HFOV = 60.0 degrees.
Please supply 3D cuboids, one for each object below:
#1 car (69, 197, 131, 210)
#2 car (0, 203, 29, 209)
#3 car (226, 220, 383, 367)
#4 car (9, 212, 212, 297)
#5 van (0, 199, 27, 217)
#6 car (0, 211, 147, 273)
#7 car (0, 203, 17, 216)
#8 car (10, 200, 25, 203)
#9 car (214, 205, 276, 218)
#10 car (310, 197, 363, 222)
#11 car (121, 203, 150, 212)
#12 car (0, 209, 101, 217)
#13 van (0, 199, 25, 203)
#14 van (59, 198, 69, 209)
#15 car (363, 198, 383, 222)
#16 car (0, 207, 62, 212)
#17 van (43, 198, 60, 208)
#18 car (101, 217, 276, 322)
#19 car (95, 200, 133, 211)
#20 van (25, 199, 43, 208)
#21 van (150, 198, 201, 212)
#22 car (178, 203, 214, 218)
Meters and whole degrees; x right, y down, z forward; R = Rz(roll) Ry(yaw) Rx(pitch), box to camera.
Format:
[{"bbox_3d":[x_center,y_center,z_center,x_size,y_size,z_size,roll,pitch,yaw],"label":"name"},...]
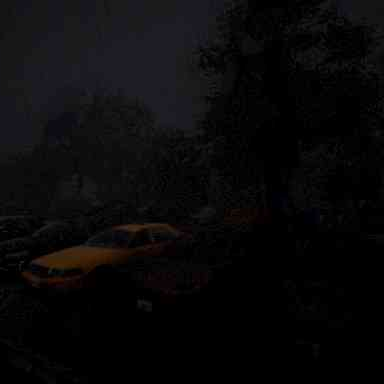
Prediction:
[{"bbox_3d":[-7.580,1.532,29.712,2.435,2.045,5.566,-1,-1,36],"label":"car"},{"bbox_3d":[-10.711,1.591,15.852,2.185,1.767,4.553,-1,-1,36],"label":"car"},{"bbox_3d":[2.817,1.538,6.132,2.163,1.488,4.792,-1,0,36],"label":"car"},{"bbox_3d":[-1.783,1.575,9.246,1.946,1.575,5.366,-1,-1,36],"label":"car"},{"bbox_3d":[-23.123,1.958,41.061,1.878,1.987,4.442,-2,-1,36],"label":"van"},{"bbox_3d":[-3.925,1.614,11.021,2.231,1.521,4.892,-1,-1,36],"label":"car"},{"bbox_3d":[-25.438,2.264,42.573,2.231,1.521,4.892,-2,-1,36],"label":"car"},{"bbox_3d":[-16.438,1.947,36.119,2.097,1.535,5.008,-2,-1,36],"label":"car"},{"bbox_3d":[3.784,1.609,21.573,2.097,1.535,5.008,-1,-1,36],"label":"car"},{"bbox_3d":[8.268,1.288,18.323,2.435,2.045,5.566,-1,-1,36],"label":"car"},{"bbox_3d":[-2.961,1.753,26.425,2.002,1.452,4.674,-1,-1,36],"label":"car"},{"bbox_3d":[-6.187,1.648,12.631,2.231,1.521,4.892,-1,-1,36],"label":"car"},{"bbox_3d":[-18.763,1.800,37.640,1.878,1.987,4.442,-2,-1,36],"label":"van"},{"bbox_3d":[-9.745,1.592,31.446,1.878,1.987,4.442,-1,-1,36],"label":"van"},{"bbox_3d":[10.517,1.254,16.707,2.435,2.045,5.566,-1,-1,36],"label":"car"},{"bbox_3d":[-8.546,1.679,14.105,1.946,1.575,5.366,-1,0,36],"label":"car"},{"bbox_3d":[-11.893,1.625,32.990,1.878,1.987,4.442,-1,0,36],"label":"van"},{"bbox_3d":[0.563,1.573,7.752,2.163,1.488,4.792,-1,-1,36],"label":"car"},{"bbox_3d":[-5.214,1.747,28.039,2.097,1.535,5.008,-1,-1,36],"label":"car"},{"bbox_3d":[-14.386,1.661,34.494,1.878,1.987,4.442,-1,-1,36],"label":"van"},{"bbox_3d":[-0.748,1.454,24.980,1.878,1.987,4.442,-1,-1,36],"label":"van"},{"bbox_3d":[1.438,1.685,23.269,2.002,1.452,4.674,-1,-1,36],"label":"car"}]
